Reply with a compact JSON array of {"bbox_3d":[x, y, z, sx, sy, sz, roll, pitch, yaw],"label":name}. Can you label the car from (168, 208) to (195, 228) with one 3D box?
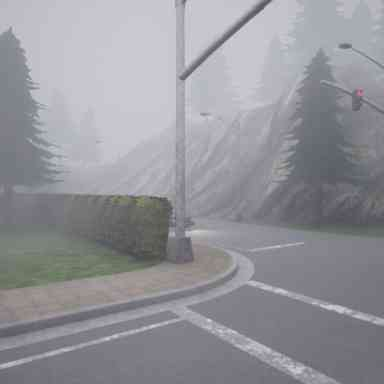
[{"bbox_3d":[-2.022,1.551,21.520,2.033,1.411,5.357,0,0,-36],"label":"car"}]
